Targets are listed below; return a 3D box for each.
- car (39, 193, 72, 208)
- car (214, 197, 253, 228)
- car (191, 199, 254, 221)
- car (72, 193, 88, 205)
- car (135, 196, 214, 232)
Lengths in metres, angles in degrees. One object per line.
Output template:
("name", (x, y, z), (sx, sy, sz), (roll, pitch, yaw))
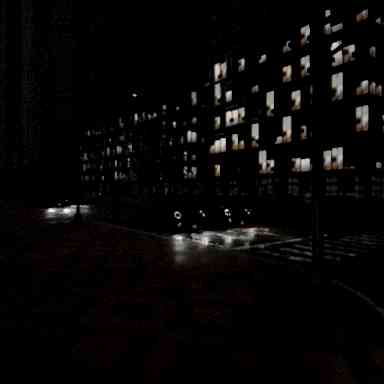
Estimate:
("car", (-14.792, 0.938, 35.505), (1.895, 1.301, 4.718), (0, 1, -38))
("car", (1.408, 1.094, 20.144), (2.097, 1.767, 4.553), (0, 1, -38))
("car", (2.174, 1.280, 24.845), (1.895, 1.301, 4.718), (0, 1, -39))
("car", (-14.255, 0.822, 40.112), (2.033, 1.411, 5.357), (0, 1, -38))
("car", (-1.239, 1.091, 18.251), (2.097, 1.767, 4.553), (0, 1, -38))
